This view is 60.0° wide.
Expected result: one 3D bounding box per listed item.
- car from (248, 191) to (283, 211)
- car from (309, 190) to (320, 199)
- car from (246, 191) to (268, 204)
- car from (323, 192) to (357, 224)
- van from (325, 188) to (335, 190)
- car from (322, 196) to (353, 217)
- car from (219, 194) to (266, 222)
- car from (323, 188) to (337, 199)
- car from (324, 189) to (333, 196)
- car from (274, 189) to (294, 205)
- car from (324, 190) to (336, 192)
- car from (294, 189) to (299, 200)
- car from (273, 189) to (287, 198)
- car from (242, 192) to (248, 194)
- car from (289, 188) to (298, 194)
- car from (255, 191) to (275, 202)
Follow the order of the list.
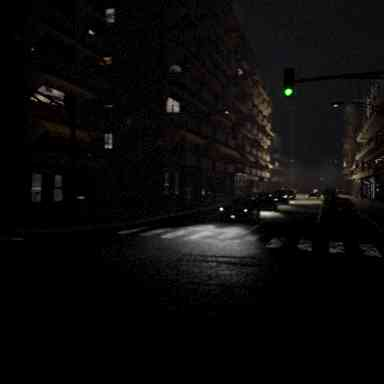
[{"bbox_3d":[6.582,0.885,29.771,1.994,1.385,4.181,2,2,22],"label":"car"},{"bbox_3d":[21.845,0.409,59.416,2.033,1.411,5.357,2,2,22],"label":"car"},{"bbox_3d":[7.919,0.650,40.124,1.802,1.307,4.206,2,2,22],"label":"car"},{"bbox_3d":[9.553,1.051,21.601,1.967,1.590,4.097,2,2,22],"label":"car"},{"bbox_3d":[21.858,0.391,52.436,1.690,1.788,3.998,2,2,22],"label":"van"},{"bbox_3d":[11.601,1.067,26.744,2.008,1.369,4.403,2,2,22],"label":"car"},{"bbox_3d":[3.198,1.077,21.305,1.895,1.301,4.718,2,2,22],"label":"car"},{"bbox_3d":[25.959,0.181,62.714,2.192,1.841,5.009,2,2,22],"label":"car"},{"bbox_3d":[32.104,0.136,78.140,1.887,1.381,4.507,2,2,22],"label":"car"},{"bbox_3d":[10.293,0.503,39.050,2.097,1.767,4.553,2,2,22],"label":"car"},{"bbox_3d":[17.751,0.817,42.164,1.802,1.307,4.206,2,2,22],"label":"car"},{"bbox_3d":[14.116,0.485,48.529,1.837,1.490,4.892,2,2,22],"label":"car"},{"bbox_3d":[16.121,0.243,60.681,1.887,1.381,4.507,2,2,22],"label":"car"},{"bbox_3d":[5.869,0.713,34.984,2.008,1.369,4.403,2,2,22],"label":"car"},{"bbox_3d":[26.373,-0.208,86.380,2.008,1.369,4.403,2,2,22],"label":"car"},{"bbox_3d":[9.970,0.541,45.264,1.947,1.339,4.313,2,2,22],"label":"car"}]
